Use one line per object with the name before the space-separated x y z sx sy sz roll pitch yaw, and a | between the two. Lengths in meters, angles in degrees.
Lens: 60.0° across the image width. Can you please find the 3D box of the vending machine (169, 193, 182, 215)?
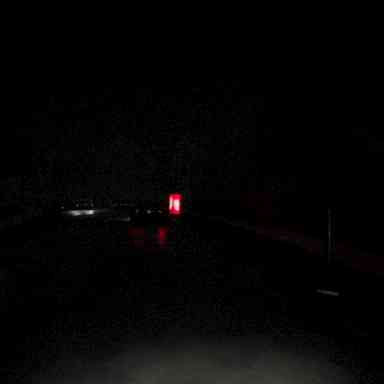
vending machine | -1.609 1.174 32.167 1.100 2.100 0.880 0 0 -18

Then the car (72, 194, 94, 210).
car | -14.310 1.229 43.312 2.150 2.045 5.566 0 0 -26

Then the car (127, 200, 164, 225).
car | -3.366 1.343 24.222 2.097 1.767 4.553 0 0 -14

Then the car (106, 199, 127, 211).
car | -9.413 1.541 41.539 2.033 1.411 5.357 0 0 -24
